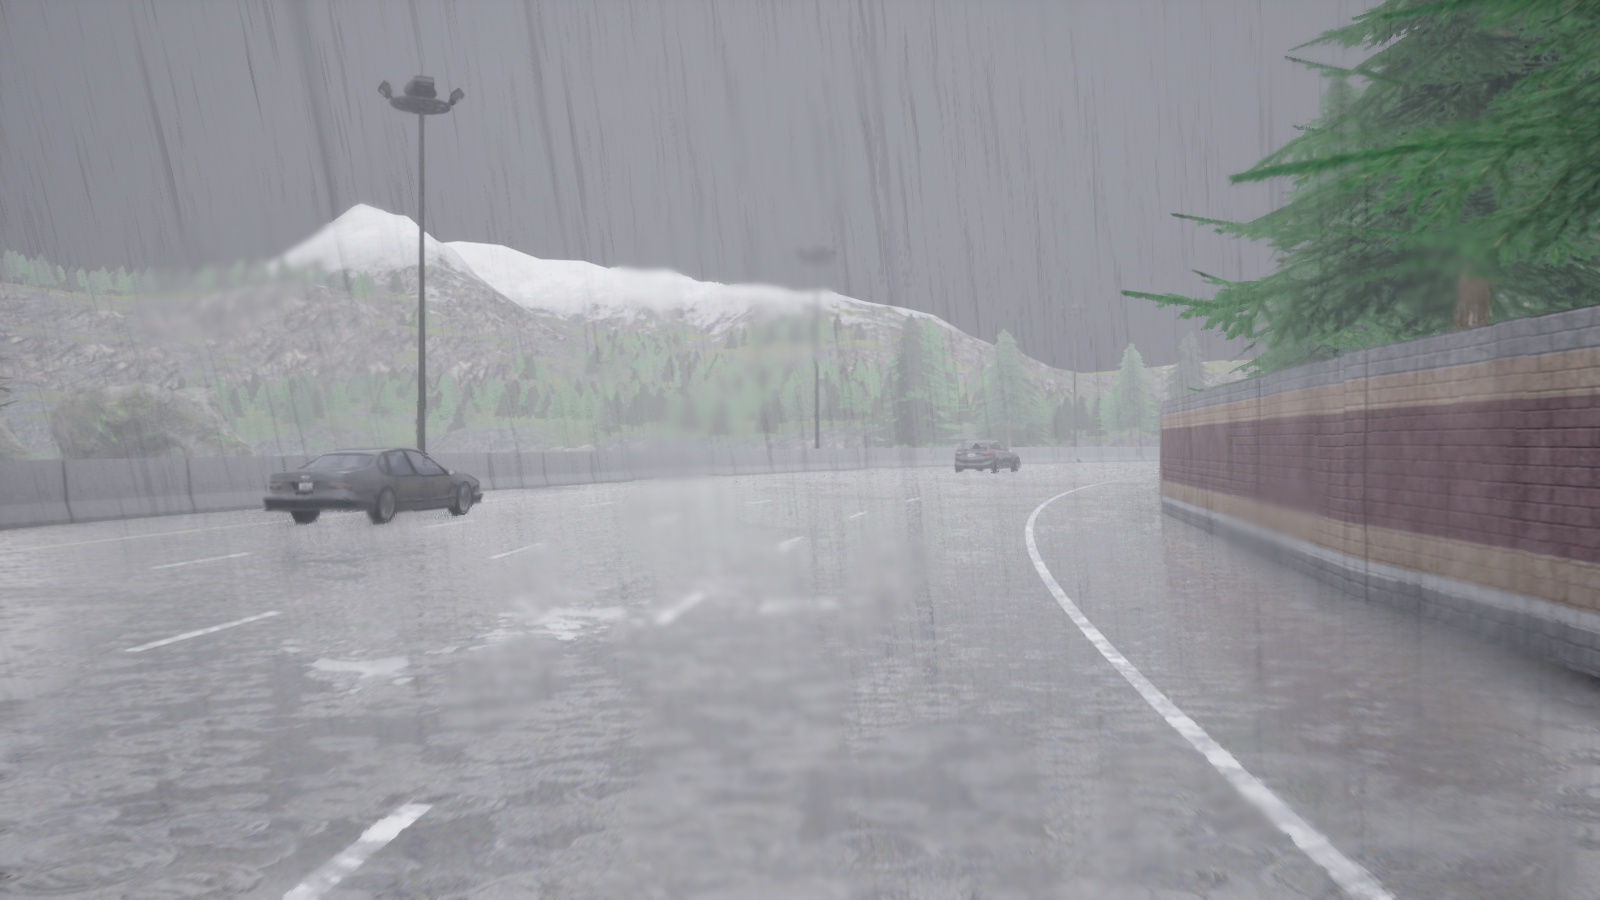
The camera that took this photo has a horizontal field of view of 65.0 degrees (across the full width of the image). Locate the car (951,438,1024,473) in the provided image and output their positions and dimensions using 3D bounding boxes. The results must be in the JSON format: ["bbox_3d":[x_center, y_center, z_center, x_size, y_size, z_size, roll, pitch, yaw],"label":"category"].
[{"bbox_3d":[9.503,0.245,63.349,2.242,1.667,4.611,0,0,28],"label":"car"}]

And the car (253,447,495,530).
[{"bbox_3d":[-8.038,0.647,24.382,2.033,1.411,5.357,0,0,11],"label":"car"}]
